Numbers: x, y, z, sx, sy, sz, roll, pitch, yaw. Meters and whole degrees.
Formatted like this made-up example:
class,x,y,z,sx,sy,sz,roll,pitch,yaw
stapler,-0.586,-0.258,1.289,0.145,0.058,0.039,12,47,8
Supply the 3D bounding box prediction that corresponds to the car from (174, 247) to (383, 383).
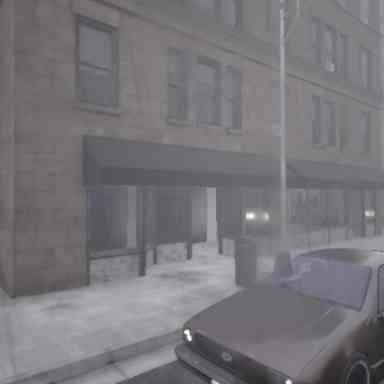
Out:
class,x,y,z,sx,sy,sz,roll,pitch,yaw
car,2.353,1.614,5.025,5.357,1.411,2.033,1,-1,-39
